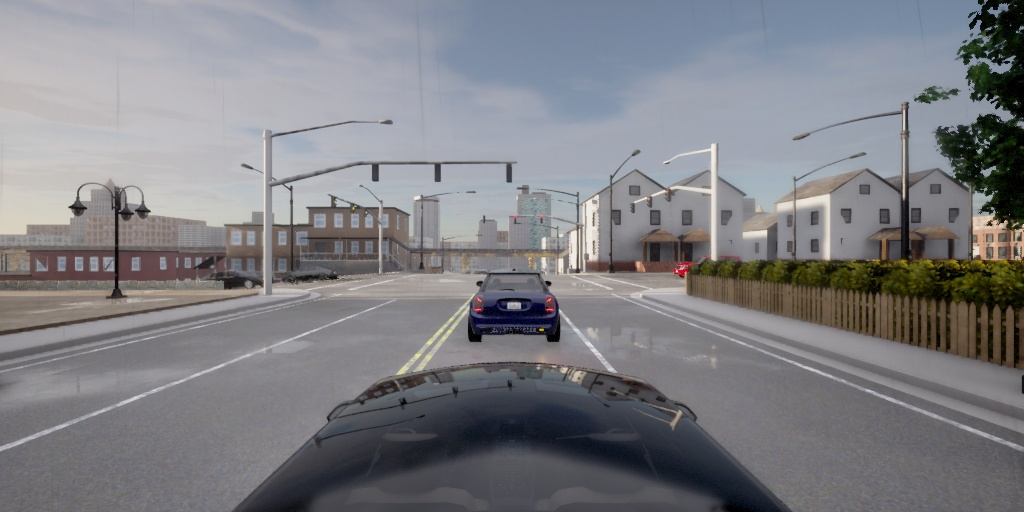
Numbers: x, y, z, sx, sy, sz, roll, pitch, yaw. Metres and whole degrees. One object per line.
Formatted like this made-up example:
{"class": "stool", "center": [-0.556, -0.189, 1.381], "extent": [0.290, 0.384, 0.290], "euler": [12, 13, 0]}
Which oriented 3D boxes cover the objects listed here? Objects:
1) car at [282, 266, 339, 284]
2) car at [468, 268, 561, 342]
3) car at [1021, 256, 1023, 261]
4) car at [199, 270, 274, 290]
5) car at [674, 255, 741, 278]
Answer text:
{"class": "car", "center": [-17.071, 1.561, 30.505], "extent": [4.181, 1.385, 1.994], "euler": [-5, 0, -1]}
{"class": "car", "center": [0.055, 1.102, 9.942], "extent": [2.097, 1.767, 4.553], "euler": [0, 0, 0]}
{"class": "car", "center": [42.784, 0.971, 27.774], "extent": [5.566, 2.045, 2.150], "euler": [0, 0, -1]}
{"class": "car", "center": [-20.509, 1.789, 26.749], "extent": [4.892, 1.490, 1.837], "euler": [-5, 0, -1]}
{"class": "car", "center": [17.042, 0.971, 31.060], "extent": [5.566, 2.045, 2.150], "euler": [0, 0, -1]}
